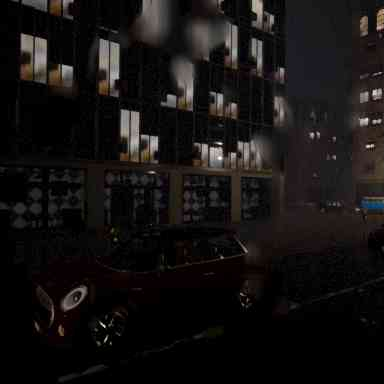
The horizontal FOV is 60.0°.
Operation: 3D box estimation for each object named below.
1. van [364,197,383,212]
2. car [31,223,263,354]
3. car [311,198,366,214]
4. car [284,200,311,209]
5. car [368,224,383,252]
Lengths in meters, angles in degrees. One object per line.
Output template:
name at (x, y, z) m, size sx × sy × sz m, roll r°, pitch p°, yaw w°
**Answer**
van at (22.128, 1.524, 39.601) m, size 1.690 × 1.788 × 3.998 m, roll 0°, pitch -1°, yaw -35°
car at (-0.669, 1.441, 6.068) m, size 4.097 × 1.590 × 1.967 m, roll 0°, pitch 1°, yaw -35°
car at (15.243, 1.620, 34.821) m, size 2.008 × 1.369 × 4.403 m, roll 0°, pitch -1°, yaw -35°
car at (15.697, 1.787, 48.854) m, size 1.752 × 1.417 × 4.829 m, roll 0°, pitch -1°, yaw -35°
car at (8.406, 1.567, 12.545) m, size 4.313 × 1.339 × 1.947 m, roll 0°, pitch 1°, yaw -35°
